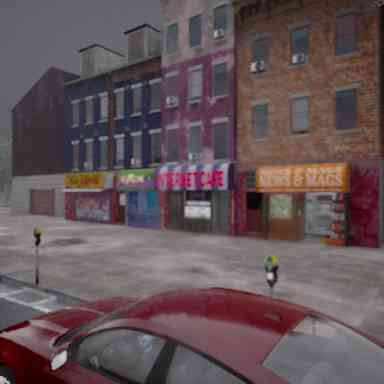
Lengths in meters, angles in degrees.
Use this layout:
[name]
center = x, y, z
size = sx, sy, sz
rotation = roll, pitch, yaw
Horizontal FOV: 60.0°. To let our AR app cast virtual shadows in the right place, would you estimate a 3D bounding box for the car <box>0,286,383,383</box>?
[car]
center = -0.025, 1.543, 2.829
size = 4.507, 1.381, 1.887
rotation = 0, 0, 36
